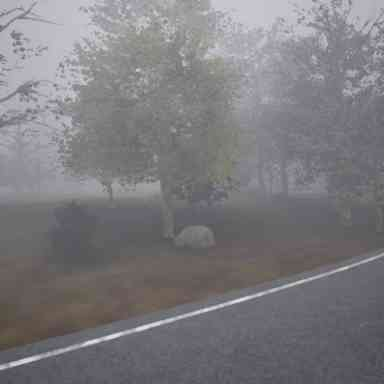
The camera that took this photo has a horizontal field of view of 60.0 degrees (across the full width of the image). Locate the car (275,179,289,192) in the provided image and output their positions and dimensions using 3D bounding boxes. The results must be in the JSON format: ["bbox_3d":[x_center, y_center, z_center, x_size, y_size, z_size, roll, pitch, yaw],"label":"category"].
[{"bbox_3d":[16.484,-1.232,60.447,2.150,2.045,5.566,-4,3,18],"label":"car"}]

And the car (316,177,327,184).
[{"bbox_3d":[28.429,-2.375,70.450,4.181,1.385,1.994,-6,4,-29],"label":"car"}]

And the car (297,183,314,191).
[{"bbox_3d":[19.130,-0.863,56.244,1.994,1.385,4.181,-4,3,7],"label":"car"}]

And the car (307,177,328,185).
[{"bbox_3d":[27.846,-2.507,73.780,4.181,1.385,1.994,-6,4,-29],"label":"car"}]
